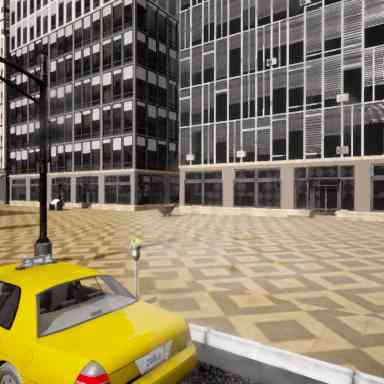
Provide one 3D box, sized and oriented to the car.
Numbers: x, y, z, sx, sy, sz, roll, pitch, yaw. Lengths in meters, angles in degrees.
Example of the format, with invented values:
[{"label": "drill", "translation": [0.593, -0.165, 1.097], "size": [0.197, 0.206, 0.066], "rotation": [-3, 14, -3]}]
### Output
[{"label": "car", "translation": [-2.228, 1.525, 4.479], "size": [4.829, 1.417, 1.752], "rotation": [0, 0, 36]}]
